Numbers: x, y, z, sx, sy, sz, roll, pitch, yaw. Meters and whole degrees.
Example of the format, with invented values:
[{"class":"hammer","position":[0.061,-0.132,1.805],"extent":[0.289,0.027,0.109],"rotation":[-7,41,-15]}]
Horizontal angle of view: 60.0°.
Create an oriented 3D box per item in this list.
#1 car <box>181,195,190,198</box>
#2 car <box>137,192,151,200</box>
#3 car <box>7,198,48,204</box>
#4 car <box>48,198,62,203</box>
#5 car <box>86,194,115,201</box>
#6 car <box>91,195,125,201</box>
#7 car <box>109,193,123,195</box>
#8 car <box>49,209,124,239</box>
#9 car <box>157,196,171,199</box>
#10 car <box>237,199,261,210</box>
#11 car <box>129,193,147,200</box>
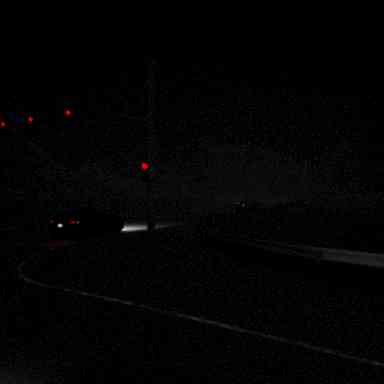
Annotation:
[{"class":"car","position":[-1.460,1.500,77.407],"extent":[1.994,1.385,4.181],"rotation":[0,0,11]},{"class":"car","position":[-11.553,0.949,80.704],"extent":[2.097,1.767,4.553],"rotation":[0,0,7]},{"class":"car","position":[-19.198,1.533,37.461],"extent":[1.837,1.490,4.892],"rotation":[0,0,29]},{"class":"car","position":[-22.927,1.629,52.203],"extent":[1.895,1.301,4.718],"rotation":[0,0,30]},{"class":"car","position":[-16.126,1.512,57.113],"extent":[1.837,1.490,4.892],"rotation":[0,0,29]},{"class":"car","position":[-12.398,1.565,49.596],"extent":[1.994,1.385,4.181],"rotation":[0,0,29]},{"class":"car","position":[-15.592,1.216,65.915],"extent":[2.150,2.045,5.566],"rotation":[0,1,23]},{"class":"car","position":[-5.478,1.567,17.693],"extent":[1.994,1.385,4.181],"rotation":[0,0,23]},{"class":"car","position":[-5.441,1.475,63.290],"extent":[1.837,1.490,4.892],"rotation":[0,1,24]},{"class":"car","position":[7.029,1.518,40.874],"extent":[1.994,1.385,4.181],"rotation":[0,0,29]},{"class":"car","position":[-11.018,1.464,68.031],"extent":[1.882,1.535,5.008],"rotation":[0,0,19]}]
